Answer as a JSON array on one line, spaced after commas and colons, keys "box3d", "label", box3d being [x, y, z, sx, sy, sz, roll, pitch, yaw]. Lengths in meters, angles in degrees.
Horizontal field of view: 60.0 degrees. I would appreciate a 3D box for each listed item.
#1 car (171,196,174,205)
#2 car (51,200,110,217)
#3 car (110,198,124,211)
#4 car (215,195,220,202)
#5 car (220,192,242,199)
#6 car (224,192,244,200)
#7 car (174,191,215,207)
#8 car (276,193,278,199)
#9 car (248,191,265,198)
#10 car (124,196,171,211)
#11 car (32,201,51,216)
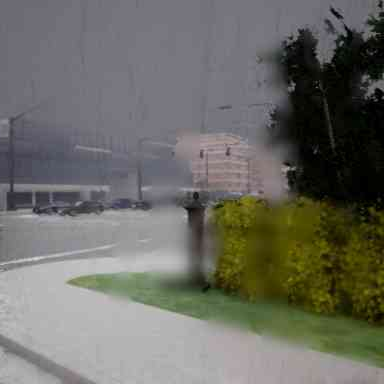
[{"box3d": [-3.438, 1.294, 47.449, 1.812, 1.442, 4.674, 0, 1, 35], "label": "car"}, {"box3d": [-10.414, 1.495, 31.424, 1.812, 1.442, 4.674, 0, 0, 35], "label": "car"}, {"box3d": [-8.531, 1.450, 40.199, 1.812, 1.442, 4.674, 0, 1, 35], "label": "car"}, {"box3d": [2.274, 0.860, 55.574, 2.097, 1.767, 4.553, 0, 2, 35], "label": "car"}, {"box3d": [6.353, 0.994, 55.289, 2.033, 1.411, 5.357, 0, 2, 35], "label": "car"}, {"box3d": [8.181, 0.794, 63.866, 1.812, 1.442, 4.674, 0, 1, 35], "label": "car"}, {"box3d": [0.449, 0.949, 46.900, 2.150, 2.045, 5.566, 0, 1, 35], "label": "car"}, {"box3d": [16.294, 0.499, 56.955, 2.150, 2.045, 5.566, 0, 1, 35], "label": "car"}, {"box3d": [12.325, 0.587, 63.685, 2.097, 1.767, 4.553, 0, 1, 35], "label": "car"}, {"box3d": [-5.101, 1.398, 38.992, 2.128, 1.511, 4.902, 0, 1, 35], "label": "car"}, {"box3d": [-13.551, 1.538, 33.044, 1.994, 1.385, 4.181, 0, 0, 35], "label": "car"}]
